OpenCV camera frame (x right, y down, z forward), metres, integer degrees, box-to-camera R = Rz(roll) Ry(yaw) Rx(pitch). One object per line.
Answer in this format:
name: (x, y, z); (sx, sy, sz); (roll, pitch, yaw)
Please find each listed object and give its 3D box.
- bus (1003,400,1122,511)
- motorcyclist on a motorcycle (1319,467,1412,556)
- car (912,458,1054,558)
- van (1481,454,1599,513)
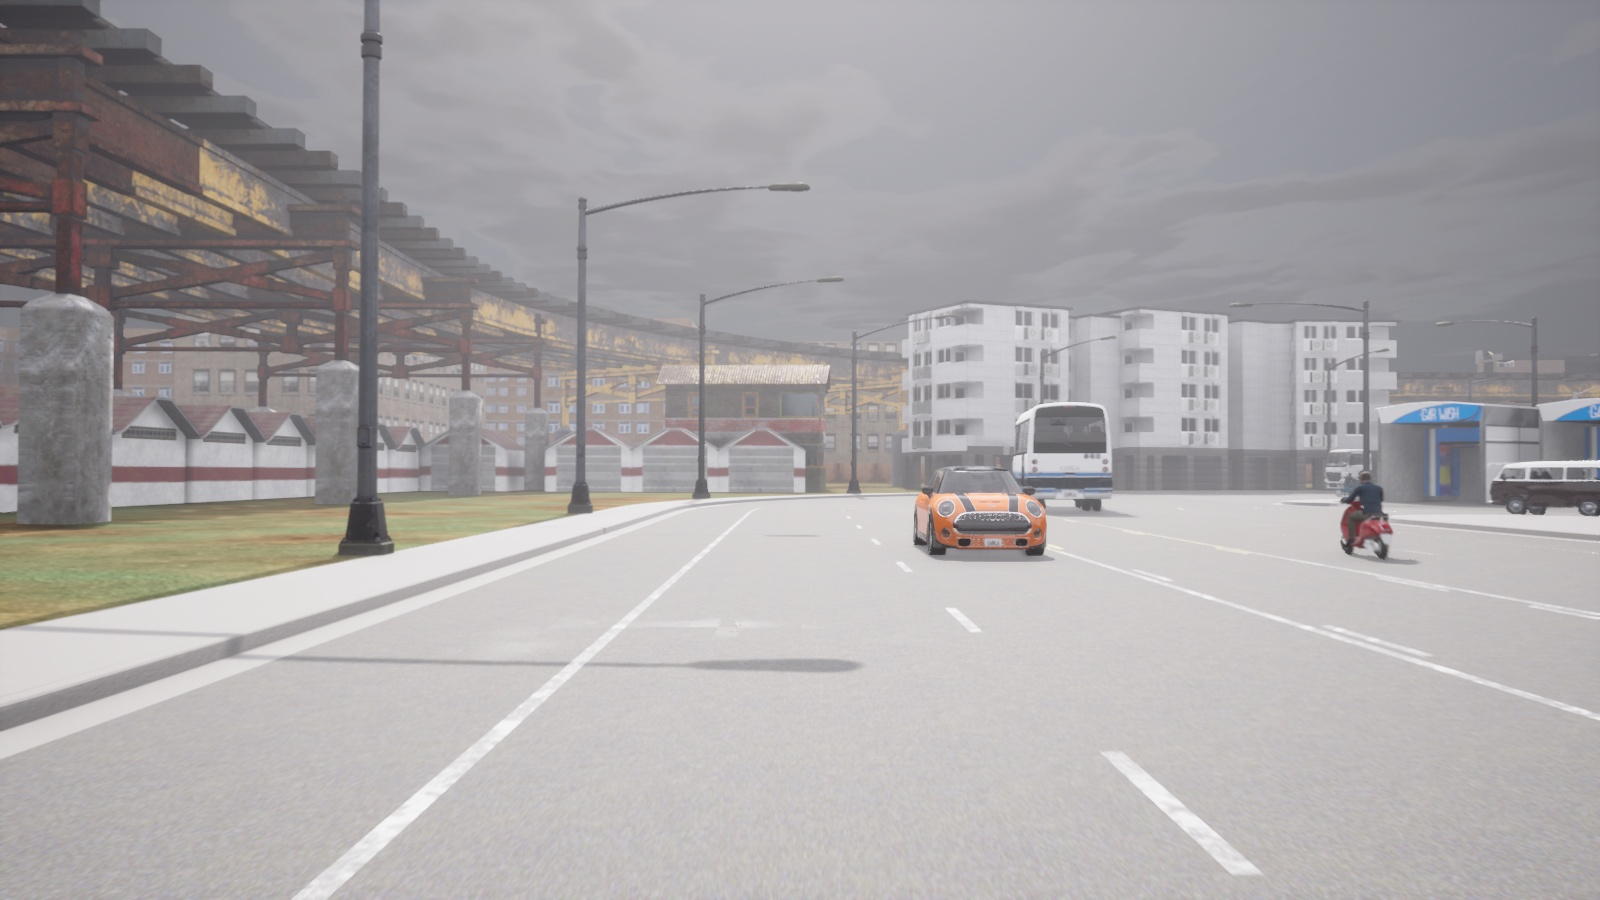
bus: (10.961, 0.292, 53.642); (3.944, 4.253, 10.273); (-1, -1, 6)
motorcyclist on a motorcycle: (10.491, 1.118, 23.381); (0.866, 1.590, 1.817); (0, -1, -1)
car: (3.441, 1.070, 24.549); (2.097, 1.767, 4.553); (0, -1, 0)
van: (27.445, 1.188, 45.392); (2.069, 2.038, 4.480); (1, -1, -35)
